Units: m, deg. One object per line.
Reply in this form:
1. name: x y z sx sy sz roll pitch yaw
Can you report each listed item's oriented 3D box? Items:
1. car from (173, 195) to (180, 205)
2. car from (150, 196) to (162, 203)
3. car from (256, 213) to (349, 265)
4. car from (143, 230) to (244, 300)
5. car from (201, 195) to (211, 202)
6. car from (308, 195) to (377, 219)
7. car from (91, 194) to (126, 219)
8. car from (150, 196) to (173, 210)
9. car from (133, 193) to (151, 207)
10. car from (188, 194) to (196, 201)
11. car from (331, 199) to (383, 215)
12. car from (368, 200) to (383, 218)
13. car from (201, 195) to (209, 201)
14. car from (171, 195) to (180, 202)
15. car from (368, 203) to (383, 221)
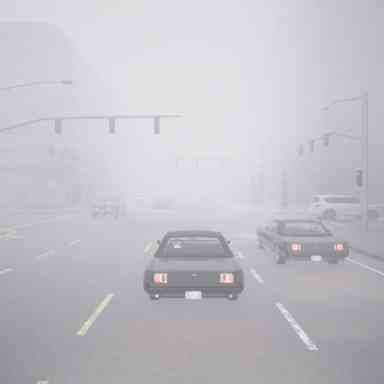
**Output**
1. car: -3.934 1.547 61.013 2.033 1.411 5.357 0 0 1
2. car: -7.304 1.506 68.157 1.837 1.490 4.892 0 0 1
3. car: 3.550 1.601 11.695 1.895 1.301 4.718 0 0 0
4. car: 0.044 1.601 8.310 1.895 1.301 4.718 0 0 0
5. car: 3.303 1.595 77.448 1.895 1.301 4.718 0 0 1
6. car: 12.314 1.280 27.006 5.566 2.045 2.150 0 0 0
7. car: -7.299 1.248 29.701 2.150 2.045 5.566 0 0 -1
8. car: -3.817 1.564 42.147 1.994 1.385 4.181 0 0 -3
9. car: -7.526 1.222 50.710 2.150 2.045 5.566 0 0 0
10. car: -0.097 1.355 87.295 2.097 1.767 4.553 0 0 1
11. car: 17.213 1.533 34.309 5.008 1.535 1.882 0 0 0
12. car: 19.275 1.546 30.806 4.902 1.511 2.128 0 0 0
13. car: 3.404 1.552 87.423 1.994 1.385 4.181 0 0 1
14. car: -3.708 1.499 76.475 1.837 1.490 4.892 0 0 1
15. car: 3.594 1.221 1.943 2.150 2.045 5.566 0 0 0
